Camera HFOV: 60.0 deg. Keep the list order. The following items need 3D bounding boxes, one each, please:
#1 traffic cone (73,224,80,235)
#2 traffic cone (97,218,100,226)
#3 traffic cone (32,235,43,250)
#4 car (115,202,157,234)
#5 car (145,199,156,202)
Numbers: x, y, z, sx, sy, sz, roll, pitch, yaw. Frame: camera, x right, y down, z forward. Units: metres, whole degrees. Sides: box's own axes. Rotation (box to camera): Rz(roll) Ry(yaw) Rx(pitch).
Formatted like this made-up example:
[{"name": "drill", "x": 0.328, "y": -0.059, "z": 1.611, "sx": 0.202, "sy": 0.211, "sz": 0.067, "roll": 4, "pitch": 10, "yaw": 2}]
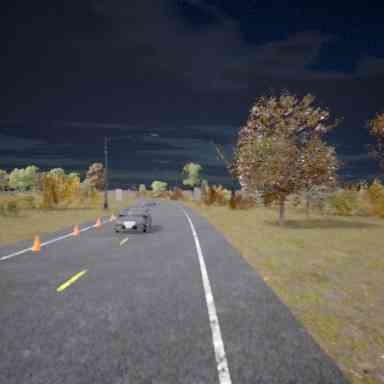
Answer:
[{"name": "traffic cone", "x": -6.484, "y": 2.104, "z": 18.654, "sx": 0.340, "sy": 0.580, "sz": 0.340, "roll": 0, "pitch": 0, "yaw": -2}, {"name": "traffic cone", "x": -6.642, "y": 2.137, "z": 23.627, "sx": 0.340, "sy": 0.580, "sz": 0.340, "roll": 0, "pitch": 0, "yaw": -2}, {"name": "traffic cone", "x": -6.366, "y": 2.072, "z": 13.681, "sx": 0.340, "sy": 0.580, "sz": 0.340, "roll": 0, "pitch": 0, "yaw": -1}, {"name": "car", "x": -3.508, "y": 1.639, "z": 20.590, "sx": 2.128, "sy": 1.511, "sz": 4.902, "roll": 0, "pitch": 0, "yaw": -2}, {"name": "car", "x": -7.908, "y": 2.024, "z": 63.475, "sx": 1.994, "sy": 1.385, "sz": 4.181, "roll": 0, "pitch": 0, "yaw": -6}]
